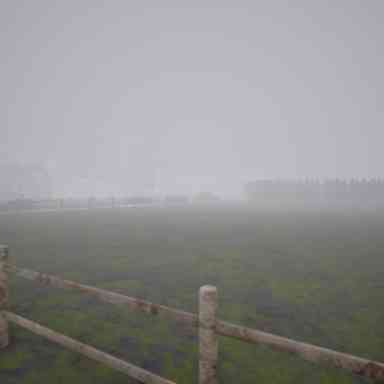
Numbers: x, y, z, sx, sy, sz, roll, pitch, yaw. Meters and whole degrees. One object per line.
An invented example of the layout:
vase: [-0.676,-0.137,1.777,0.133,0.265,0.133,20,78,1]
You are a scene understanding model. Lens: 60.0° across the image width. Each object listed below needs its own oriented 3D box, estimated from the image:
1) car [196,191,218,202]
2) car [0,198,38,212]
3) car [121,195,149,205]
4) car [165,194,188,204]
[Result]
car: [2.960,0.909,65.178,2.150,2.045,5.566,0,0,35]
car: [-19.948,1.423,36.907,2.033,1.411,5.357,0,0,35]
car: [-9.019,1.268,52.760,1.882,1.535,5.008,0,0,35]
car: [-2.571,1.089,57.041,2.097,1.767,4.553,0,0,35]
